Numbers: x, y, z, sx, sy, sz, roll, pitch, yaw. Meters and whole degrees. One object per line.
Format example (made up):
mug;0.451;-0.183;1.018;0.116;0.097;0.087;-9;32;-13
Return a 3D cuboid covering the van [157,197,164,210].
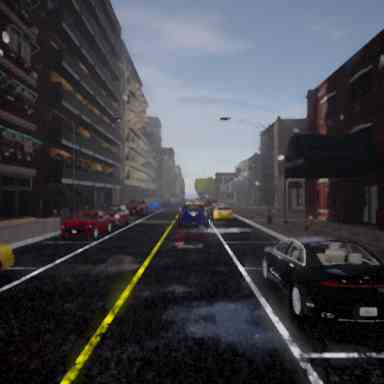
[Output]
van;-5.697;1.769;51.568;1.690;1.788;3.998;0;-1;0

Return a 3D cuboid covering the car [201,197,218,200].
car;2.685;1.694;46.030;2.192;1.841;5.009;0;-1;0

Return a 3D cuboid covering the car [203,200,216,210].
car;2.683;1.955;51.738;1.752;1.417;4.829;0;-1;0

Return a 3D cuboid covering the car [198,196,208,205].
car;2.679;2.003;79.267;2.192;1.841;5.009;0;-1;0

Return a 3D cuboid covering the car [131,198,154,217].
car;-5.694;1.597;34.951;2.192;1.841;5.009;0;0;0

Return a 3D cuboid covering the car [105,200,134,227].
car;-5.692;1.630;23.871;1.967;1.590;4.097;0;0;0

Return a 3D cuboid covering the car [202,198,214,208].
car;2.683;1.920;57.108;1.967;1.590;4.097;0;-1;0

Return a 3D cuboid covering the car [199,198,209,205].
car;2.680;2.076;73.725;1.967;1.590;4.097;0;-1;0

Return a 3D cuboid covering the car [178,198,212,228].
car;0.094;1.545;24.259;2.097;1.767;4.553;0;0;0

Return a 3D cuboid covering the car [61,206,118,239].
car;-5.692;1.690;18.332;1.887;1.381;4.507;0;0;0

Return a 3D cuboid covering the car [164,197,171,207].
car;-5.699;1.846;62.647;2.192;1.841;5.009;0;-1;0

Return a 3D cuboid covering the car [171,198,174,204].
car;-5.702;2.253;79.263;1.947;1.339;4.313;0;-1;0

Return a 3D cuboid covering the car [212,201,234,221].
car;2.687;1.763;29.582;1.752;1.417;4.829;0;0;0

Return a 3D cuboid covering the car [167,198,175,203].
car;-5.704;2.348;90.339;2.008;1.369;4.403;0;-1;0

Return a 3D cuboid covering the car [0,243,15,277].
car;-5.690;1.581;7.084;1.752;1.417;4.829;0;0;0

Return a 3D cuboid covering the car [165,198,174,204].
car;-5.703;2.292;84.801;2.008;1.369;4.403;0;-1;0

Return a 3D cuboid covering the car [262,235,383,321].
car;2.691;1.608;7.255;2.008;1.369;4.403;0;0;0

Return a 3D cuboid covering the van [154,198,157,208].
van;-5.695;1.670;40.491;1.690;1.788;3.998;0;0;0
